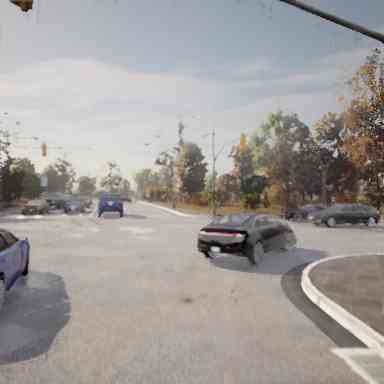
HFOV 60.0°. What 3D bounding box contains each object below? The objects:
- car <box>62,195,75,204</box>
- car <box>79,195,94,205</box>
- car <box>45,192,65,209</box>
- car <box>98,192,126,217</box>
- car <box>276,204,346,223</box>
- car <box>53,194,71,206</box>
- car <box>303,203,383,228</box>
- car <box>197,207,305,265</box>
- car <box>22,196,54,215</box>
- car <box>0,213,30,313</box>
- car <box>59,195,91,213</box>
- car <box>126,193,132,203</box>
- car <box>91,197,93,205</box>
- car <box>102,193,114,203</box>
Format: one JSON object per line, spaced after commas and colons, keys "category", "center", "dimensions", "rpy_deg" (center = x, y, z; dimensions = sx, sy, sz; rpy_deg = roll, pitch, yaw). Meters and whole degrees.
{"category": "car", "center": [-22.817, 1.345, 61.701], "dimensions": [1.837, 1.490, 4.892], "rpy_deg": [0, 0, -15]}
{"category": "car", "center": [-17.079, 1.319, 53.893], "dimensions": [2.128, 1.511, 4.902], "rpy_deg": [0, 0, -15]}
{"category": "car", "center": [-17.583, 1.083, 42.073], "dimensions": [2.150, 2.045, 5.566], "rpy_deg": [0, 0, -14]}
{"category": "car", "center": [-7.488, 1.115, 30.817], "dimensions": [2.150, 2.045, 5.566], "rpy_deg": [0, 0, -13]}
{"category": "car", "center": [9.104, 1.609, 25.535], "dimensions": [4.718, 1.301, 1.895], "rpy_deg": [1, 0, -11]}
{"category": "car", "center": [-20.151, 1.192, 51.843], "dimensions": [2.097, 1.767, 4.553], "rpy_deg": [0, 0, -15]}
{"category": "car", "center": [10.069, 1.533, 22.140], "dimensions": [4.892, 1.490, 1.837], "rpy_deg": [1, 0, -12]}
{"category": "car", "center": [2.087, 1.458, 11.744], "dimensions": [2.128, 1.511, 4.902], "rpy_deg": [-1, 0, 35]}
{"category": "car", "center": [-15.278, 1.426, 32.736], "dimensions": [1.812, 1.442, 4.674], "rpy_deg": [0, 0, -13]}
{"category": "car", "center": [-4.847, 1.478, 7.236], "dimensions": [1.882, 1.535, 5.008], "rpy_deg": [0, 0, -18]}
{"category": "car", "center": [-12.166, 1.375, 34.812], "dimensions": [2.128, 1.511, 4.902], "rpy_deg": [0, 0, -13]}
{"category": "car", "center": [-12.964, 1.409, 65.487], "dimensions": [1.895, 1.301, 4.718], "rpy_deg": [0, 0, -15]}
{"category": "car", "center": [-14.450, 1.352, 43.943], "dimensions": [1.837, 1.490, 4.892], "rpy_deg": [0, 0, -14]}
{"category": "car", "center": [-16.327, 1.171, 64.512], "dimensions": [2.097, 1.767, 4.553], "rpy_deg": [0, 0, -15]}
